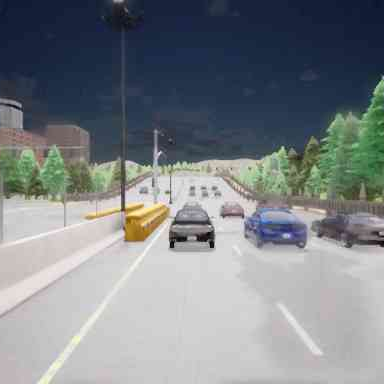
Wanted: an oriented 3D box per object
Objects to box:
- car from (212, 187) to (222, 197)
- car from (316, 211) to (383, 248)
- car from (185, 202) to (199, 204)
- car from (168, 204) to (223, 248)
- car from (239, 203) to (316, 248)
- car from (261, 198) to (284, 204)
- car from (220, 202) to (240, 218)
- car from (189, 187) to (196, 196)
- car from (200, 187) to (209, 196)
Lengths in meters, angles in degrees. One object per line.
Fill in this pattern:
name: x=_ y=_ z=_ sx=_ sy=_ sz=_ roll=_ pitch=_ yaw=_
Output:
car: x=7.068 y=0.307 z=91.088 sx=1.882 sy=1.535 sz=5.008 roll=0 pitch=6 yaw=0
car: x=7.000 y=1.561 z=14.685 sx=2.033 sy=1.411 sz=5.357 roll=0 pitch=0 yaw=0
car: x=0.000 y=1.571 z=29.685 sx=1.994 sy=1.385 sz=4.181 roll=0 pitch=0 yaw=0
car: x=0.000 y=1.493 z=14.685 sx=2.128 sy=1.511 sz=4.902 roll=0 pitch=0 yaw=0
car: x=3.500 y=1.483 z=14.685 sx=1.882 sy=1.535 sz=5.008 roll=0 pitch=0 yaw=0
car: x=7.000 y=1.364 z=29.655 sx=2.097 sy=1.767 sz=4.553 roll=0 pitch=0 yaw=0
car: x=3.500 y=1.571 z=29.685 sx=1.994 sy=1.385 sz=4.181 roll=0 pitch=0 yaw=0
car: x=0.068 y=0.369 z=91.133 sx=2.033 sy=1.411 sz=5.357 roll=0 pitch=6 yaw=0
car: x=3.568 y=0.369 z=91.113 sx=2.033 sy=1.411 sz=5.357 roll=0 pitch=6 yaw=0
